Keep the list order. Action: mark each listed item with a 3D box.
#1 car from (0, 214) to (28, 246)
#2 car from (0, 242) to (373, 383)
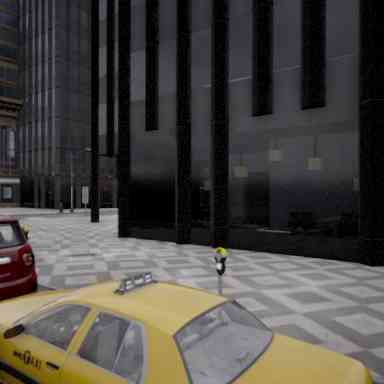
[{"bbox_3d":[-5.065,1.322,6.531,5.009,1.841,2.192,0,0,35],"label":"car"},{"bbox_3d":[-0.770,1.528,3.501,4.829,1.417,1.752,0,0,35],"label":"car"}]
